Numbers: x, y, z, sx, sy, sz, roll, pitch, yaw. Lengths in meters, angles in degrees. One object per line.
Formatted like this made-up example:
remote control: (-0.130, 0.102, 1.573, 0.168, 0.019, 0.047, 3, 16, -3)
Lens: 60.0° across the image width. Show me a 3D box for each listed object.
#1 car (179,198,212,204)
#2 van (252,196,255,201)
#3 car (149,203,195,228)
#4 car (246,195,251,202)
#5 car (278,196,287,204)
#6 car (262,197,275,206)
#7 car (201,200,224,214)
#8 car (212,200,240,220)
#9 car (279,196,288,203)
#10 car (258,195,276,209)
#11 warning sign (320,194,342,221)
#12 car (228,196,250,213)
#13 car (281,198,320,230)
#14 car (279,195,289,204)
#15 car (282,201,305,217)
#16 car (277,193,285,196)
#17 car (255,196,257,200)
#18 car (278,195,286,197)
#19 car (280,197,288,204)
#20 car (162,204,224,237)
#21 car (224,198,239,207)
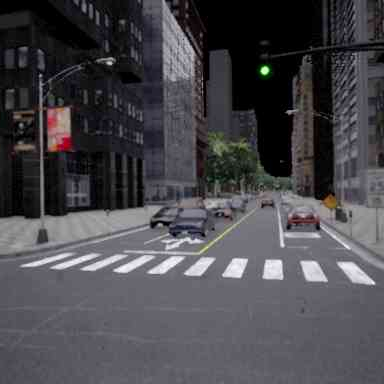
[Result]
car: (-0.139, 1.435, 28.141, 2.192, 1.841, 5.009, -1, 0, 14)
van: (14.537, 1.592, 85.995, 1.690, 1.788, 3.998, -1, 0, 14)
car: (-1.468, 1.676, 22.880, 1.947, 1.339, 4.313, -1, 0, 14)
car: (10.534, 1.524, 70.217, 2.192, 1.841, 5.009, -1, 0, 14)
car: (12.128, 1.557, 41.816, 1.887, 1.381, 4.507, -1, 0, 14)
car: (13.172, 1.636, 57.147, 2.033, 1.411, 5.357, -1, 0, 14)
car: (2.492, 1.663, 38.494, 1.752, 1.417, 4.829, -1, 0, 14)
car: (2.686, 1.643, 28.447, 1.994, 1.385, 4.181, -1, 0, 14)
car: (20.131, 1.631, 73.367, 1.887, 1.381, 4.507, -1, 0, 14)
car: (10.784, 1.570, 47.336, 1.837, 1.490, 4.892, -1, 0, 14)
warning sign: (9.929, 1.059, 23.773, 1.300, 1.860, 1.060, -1, 0, 14)
car: (5.211, 1.601, 38.323, 1.837, 1.490, 4.892, -1, 0, 14)
car: (6.791, 1.415, 20.783, 1.967, 1.590, 4.097, -1, 0, 14)
car: (18.796, 1.513, 68.109, 1.967, 1.590, 4.097, -1, 0, 14)
car: (9.462, 1.575, 31.298, 1.802, 1.307, 4.206, -1, 0, 14)
car: (17.462, 1.499, 62.850, 1.967, 1.590, 4.097, -1, 0, 14)
car: (15.873, 1.705, 91.254, 1.967, 1.590, 4.097, -1, 0, 14)
car: (14.838, 1.560, 52.498, 1.752, 1.417, 4.829, -1, 0, 14)
car: (8.125, 1.424, 26.041, 1.967, 1.590, 4.097, -1, 0, 14)
car: (0.236, 1.610, 18.799, 2.033, 1.411, 5.357, -1, 0, 13)
car: (6.537, 1.753, 54.437, 1.802, 1.307, 4.206, -1, 0, 14)
